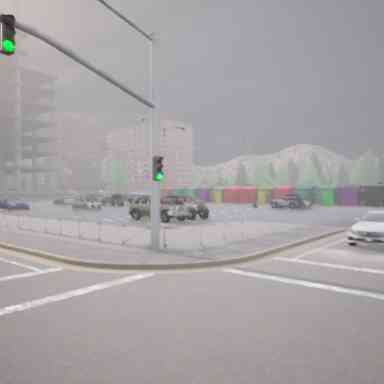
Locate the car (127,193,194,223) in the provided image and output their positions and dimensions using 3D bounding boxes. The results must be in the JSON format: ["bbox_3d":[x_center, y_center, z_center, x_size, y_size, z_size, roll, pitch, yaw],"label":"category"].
[{"bbox_3d":[-2.459,1.173,23.832,4.605,1.855,1.932,0,0,39],"label":"car"}]

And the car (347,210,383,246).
[{"bbox_3d":[8.292,1.539,14.475,1.812,1.442,4.674,0,0,41],"label":"car"}]

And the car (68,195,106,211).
[{"bbox_3d":[-12.416,1.425,39.175,3.806,1.475,1.970,0,0,39],"label":"car"}]

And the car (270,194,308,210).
[{"bbox_3d":[11.784,1.192,41.274,3.866,1.878,1.905,0,0,39],"label":"car"}]

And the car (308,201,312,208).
[{"bbox_3d":[13.622,1.433,43.510,3.806,1.475,1.970,0,0,39],"label":"car"}]

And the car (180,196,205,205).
[{"bbox_3d":[0.072,1.408,54.533,3.905,1.438,1.784,0,0,39],"label":"car"}]

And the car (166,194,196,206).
[{"bbox_3d":[-1.808,1.196,52.329,4.605,1.855,1.932,0,0,39],"label":"car"}]

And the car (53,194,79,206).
[{"bbox_3d":[-20.476,1.436,53.189,3.806,1.475,1.970,0,0,39],"label":"car"}]

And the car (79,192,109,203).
[{"bbox_3d":[-16.989,1.197,57.544,4.605,1.855,1.932,0,0,39],"label":"car"}]

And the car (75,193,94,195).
[{"bbox_3d":[-18.646,1.406,55.432,3.905,1.438,1.784,0,0,39],"label":"car"}]

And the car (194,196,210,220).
[{"bbox_3d":[-0.588,1.177,26.041,3.866,1.878,1.905,0,0,39],"label":"car"}]
